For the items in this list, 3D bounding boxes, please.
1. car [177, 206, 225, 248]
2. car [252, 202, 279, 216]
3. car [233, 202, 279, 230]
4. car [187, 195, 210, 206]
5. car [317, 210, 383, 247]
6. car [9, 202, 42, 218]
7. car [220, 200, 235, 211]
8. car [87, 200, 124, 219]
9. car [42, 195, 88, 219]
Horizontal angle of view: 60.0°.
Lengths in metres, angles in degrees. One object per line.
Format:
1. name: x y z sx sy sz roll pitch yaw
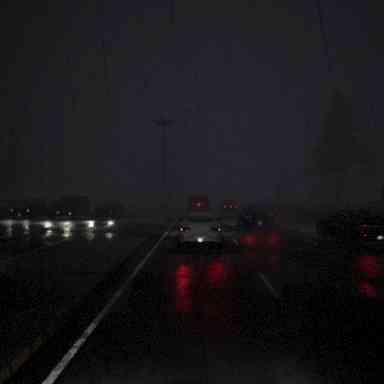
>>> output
1. car: 0.353 1.567 14.799 1.812 1.442 4.674 0 0 1
2. car: 7.716 1.729 35.186 1.895 1.301 4.718 0 0 1
3. car: 3.971 1.601 21.449 1.812 1.442 4.674 0 0 1
4. car: 0.707 1.318 34.621 2.150 2.045 5.566 0 0 1
5. car: 7.363 1.565 15.349 2.128 1.511 4.902 0 0 1
6. car: -14.477 1.632 30.184 1.895 1.301 4.718 0 0 1
7. car: 4.277 1.670 38.689 2.033 1.411 5.357 0 0 1
8. car: -7.479 1.537 30.029 1.882 1.535 5.008 0 0 1
9. car: -10.977 1.334 30.121 2.150 2.045 5.566 0 0 1
